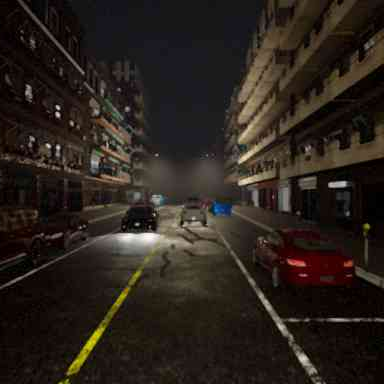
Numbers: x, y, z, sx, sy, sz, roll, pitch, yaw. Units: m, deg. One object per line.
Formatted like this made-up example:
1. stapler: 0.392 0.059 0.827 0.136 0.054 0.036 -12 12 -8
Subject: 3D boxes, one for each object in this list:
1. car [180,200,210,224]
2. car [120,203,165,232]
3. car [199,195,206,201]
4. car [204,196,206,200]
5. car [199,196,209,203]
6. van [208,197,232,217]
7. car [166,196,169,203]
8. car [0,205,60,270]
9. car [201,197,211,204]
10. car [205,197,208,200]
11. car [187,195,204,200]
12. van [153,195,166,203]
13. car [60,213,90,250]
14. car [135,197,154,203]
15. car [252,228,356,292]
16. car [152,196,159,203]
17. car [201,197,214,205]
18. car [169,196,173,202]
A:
1. car: 0.114 1.547 24.592 1.812 1.442 4.674 0 0 0
2. car: -2.998 1.583 20.218 1.994 1.385 4.181 0 0 0
3. car: 2.883 1.637 92.289 2.008 1.369 4.403 1 0 0
4. car: 2.704 1.588 47.720 1.887 1.381 4.507 1 0 0
5. car: 2.705 1.621 75.575 2.008 1.369 4.403 1 0 0
6. van: 2.722 1.369 31.007 1.690 1.788 3.998 1 0 0
7. car: -5.650 1.605 58.905 2.008 1.369 4.403 1 0 0
8. car: -5.671 1.323 8.766 2.192 1.841 5.009 1 0 0
9. car: 2.699 1.642 64.434 1.802 1.307 4.206 1 0 0
10. car: 2.727 1.559 36.748 1.752 1.417 4.829 1 0 0
11. car: 0.121 1.391 42.175 2.097 1.767 4.553 0 0 0
12. van: -5.651 1.390 53.335 1.690 1.788 3.998 1 0 0
13. car: -5.672 1.595 14.337 1.802 1.307 4.206 1 0 0
14. car: -5.661 1.558 36.451 1.752 1.417 4.829 1 0 0
15. car: 2.705 1.590 8.722 1.802 1.307 4.206 1 0 0
16. car: -5.659 1.604 42.193 1.947 1.339 4.313 1 0 0
17. car: 2.696 1.620 58.862 1.947 1.339 4.313 1 0 0
18. car: -5.645 1.615 70.048 2.008 1.369 4.403 1 0 0
